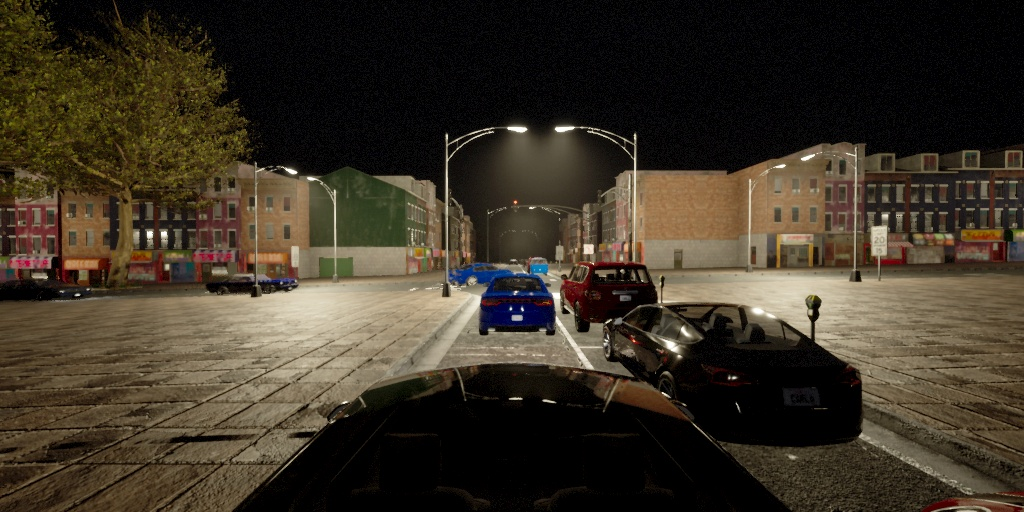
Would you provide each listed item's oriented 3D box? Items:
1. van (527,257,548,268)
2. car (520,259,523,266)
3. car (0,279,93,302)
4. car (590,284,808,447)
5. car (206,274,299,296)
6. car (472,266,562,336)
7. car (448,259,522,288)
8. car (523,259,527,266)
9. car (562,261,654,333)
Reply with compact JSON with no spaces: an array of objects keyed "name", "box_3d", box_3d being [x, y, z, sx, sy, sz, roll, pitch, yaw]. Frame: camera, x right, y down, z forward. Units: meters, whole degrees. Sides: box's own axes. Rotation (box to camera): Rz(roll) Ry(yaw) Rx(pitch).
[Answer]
[{"name":"van","box_3d":[2.770,1.105,37.096,1.690,1.789,3.998,0,0,0]},{"name":"car","box_3d":[2.874,1.359,64.127,2.007,1.370,4.403,0,0,0]},{"name":"car","box_3d":[-30.008,2.149,22.583,5.357,1.411,2.033,-2,1,0]},{"name":"car","box_3d":[2.647,1.315,5.333,1.948,1.339,4.313,0,0,0]},{"name":"car","box_3d":[-16.157,1.778,22.537,4.718,1.301,1.895,-2,1,0]},{"name":"car","box_3d":[0.147,1.227,10.460,1.882,1.535,5.008,0,0,1]},{"name":"car","box_3d":[-2.012,1.260,24.806,5.008,1.535,1.882,-1,2,-37]},{"name":"car","box_3d":[2.791,1.085,42.502,2.192,1.841,5.009,0,0,0]},{"name":"car","box_3d":[2.668,1.064,10.736,2.192,1.841,5.009,0,0,0]}]
